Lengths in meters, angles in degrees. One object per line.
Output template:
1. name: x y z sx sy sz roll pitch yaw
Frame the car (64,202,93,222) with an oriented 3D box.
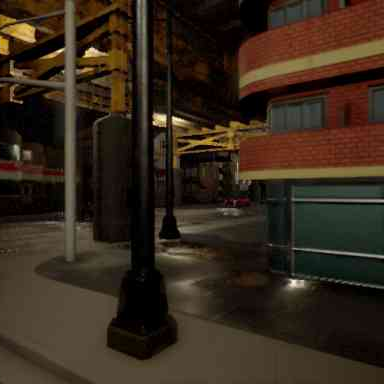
1. car: -7.871 1.518 26.856 1.837 1.490 4.892 0 0 35

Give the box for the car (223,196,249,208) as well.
1. car: 6.265 1.306 46.781 2.097 1.767 4.553 0 0 36
